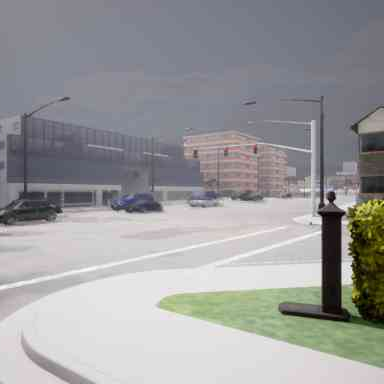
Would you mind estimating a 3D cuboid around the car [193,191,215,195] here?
[{"bbox_3d":[1.572,0.861,49.748,2.150,2.045,5.566,0,1,35],"label":"car"}]

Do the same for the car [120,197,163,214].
[{"bbox_3d":[-4.910,1.489,34.402,1.994,1.385,4.181,0,0,35],"label":"car"}]

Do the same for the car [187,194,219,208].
[{"bbox_3d":[1.573,1.356,43.654,1.895,1.301,4.718,0,1,35],"label":"car"}]

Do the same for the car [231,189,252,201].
[{"bbox_3d":[9.145,0.509,60.503,2.150,2.045,5.566,0,1,36],"label":"car"}]

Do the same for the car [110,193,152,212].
[{"bbox_3d":[-6.694,1.136,37.962,2.150,2.045,5.566,0,0,35],"label":"car"}]

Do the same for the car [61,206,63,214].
[{"bbox_3d":[-13.636,1.526,28.055,2.033,1.411,5.357,0,0,35],"label":"car"}]

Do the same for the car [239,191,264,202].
[{"bbox_3d":[10.327,0.954,56.122,1.895,1.301,4.718,0,1,35],"label":"car"}]

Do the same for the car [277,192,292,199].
[{"bbox_3d":[19.102,0.678,68.503,2.128,1.511,4.902,0,0,35],"label":"car"}]

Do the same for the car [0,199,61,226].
[{"bbox_3d":[-12.056,1.345,23.547,2.097,1.767,4.553,0,0,31],"label":"car"}]
